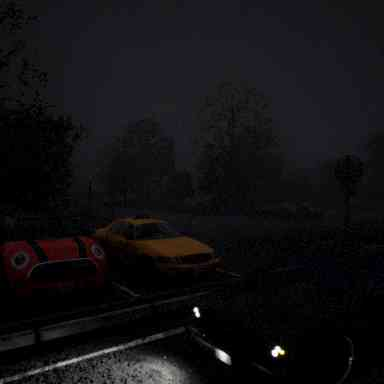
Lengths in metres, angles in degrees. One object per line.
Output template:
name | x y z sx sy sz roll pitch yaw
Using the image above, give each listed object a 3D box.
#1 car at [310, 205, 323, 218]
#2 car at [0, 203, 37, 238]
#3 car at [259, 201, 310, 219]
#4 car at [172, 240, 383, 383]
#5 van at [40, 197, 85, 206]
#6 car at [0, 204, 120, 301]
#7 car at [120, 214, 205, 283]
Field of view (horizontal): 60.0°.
car | 11.290 1.747 34.615 2.185 1.767 4.553 1 -1 -36
car | -10.508 1.475 19.094 1.946 1.575 5.366 0 0 -36
car | 8.743 1.845 32.721 2.002 1.452 4.674 2 -1 -36
car | 2.524 1.560 5.475 5.357 1.411 2.033 0 0 -36
van | -8.065 1.266 20.485 1.878 1.987 4.442 0 0 -36
car | -3.864 1.348 8.569 2.185 1.767 4.553 0 0 -36
car | -1.372 1.484 10.102 1.946 1.575 5.366 0 0 -36
